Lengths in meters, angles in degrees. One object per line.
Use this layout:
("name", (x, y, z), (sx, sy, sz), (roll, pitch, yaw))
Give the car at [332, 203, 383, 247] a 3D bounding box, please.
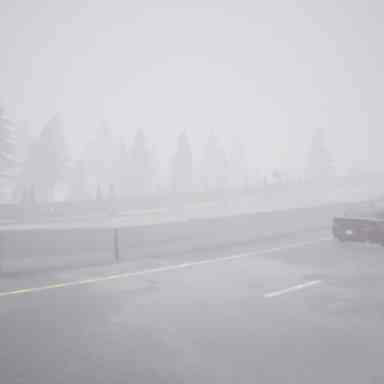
("car", (7.817, 1.193, 13.656), (5.008, 1.535, 1.882), (-4, 2, -35))
